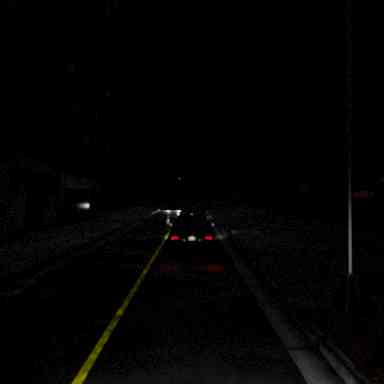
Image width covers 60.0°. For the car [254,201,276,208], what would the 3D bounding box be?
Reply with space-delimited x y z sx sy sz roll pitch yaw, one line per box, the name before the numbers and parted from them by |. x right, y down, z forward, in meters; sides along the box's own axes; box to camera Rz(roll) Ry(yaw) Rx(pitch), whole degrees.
car | 13.197 2.244 59.144 4.313 1.339 1.947 0 -1 0

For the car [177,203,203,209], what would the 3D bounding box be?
car | -0.009 1.838 29.299 1.994 1.385 4.181 0 0 0

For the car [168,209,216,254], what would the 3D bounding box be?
car | -0.004 1.679 13.990 2.033 1.411 5.357 0 -1 0

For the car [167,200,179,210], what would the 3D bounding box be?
car | -2.773 1.989 51.439 1.837 1.490 4.892 0 -1 0
